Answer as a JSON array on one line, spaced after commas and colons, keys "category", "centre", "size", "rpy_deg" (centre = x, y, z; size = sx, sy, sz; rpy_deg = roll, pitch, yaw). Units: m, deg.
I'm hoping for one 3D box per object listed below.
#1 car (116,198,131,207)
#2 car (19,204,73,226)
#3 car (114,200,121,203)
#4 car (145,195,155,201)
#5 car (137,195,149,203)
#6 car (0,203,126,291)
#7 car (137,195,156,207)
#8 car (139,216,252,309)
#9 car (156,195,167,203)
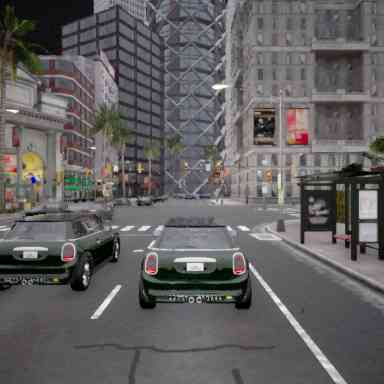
[{"category": "car", "centre": [-10.527, 1.564, 50.411], "size": [1.994, 1.385, 4.181], "rpy_deg": [0, 0, 0]}, {"category": "car", "centre": [-10.567, 1.601, 24.512], "size": [1.895, 1.301, 4.718], "rpy_deg": [0, 0, 0]}, {"category": "car", "centre": [-7.067, 1.547, 24.640], "size": [2.033, 1.411, 5.357], "rpy_deg": [0, 0, 0]}, {"category": "car", "centre": [-10.384, 1.500, 82.154], "size": [1.837, 1.490, 4.892], "rpy_deg": [0, 0, 0]}, {"category": "car", "centre": [-10.406, 1.500, 70.453], "size": [1.837, 1.490, 4.892], "rpy_deg": [0, 0, 0]}, {"category": "car", "centre": [-3.417, 1.352, 9.187], "size": [2.097, 1.767, 4.553], "rpy_deg": [0, 0, 0]}, {"category": "car", "centre": [-7.029, 1.477, 49.799], "size": [1.882, 1.535, 5.008], "rpy_deg": [0, 0, 0]}, {"category": "car", "centre": [0.075, 1.352, 8.040], "size": [2.097, 1.767, 4.553], "rpy_deg": [0, 0, 0]}, {"category": "car", "centre": [-6.906, 1.595, 70.433], "size": [1.895, 1.301, 4.718], "rpy_deg": [0, 0, 0]}]
